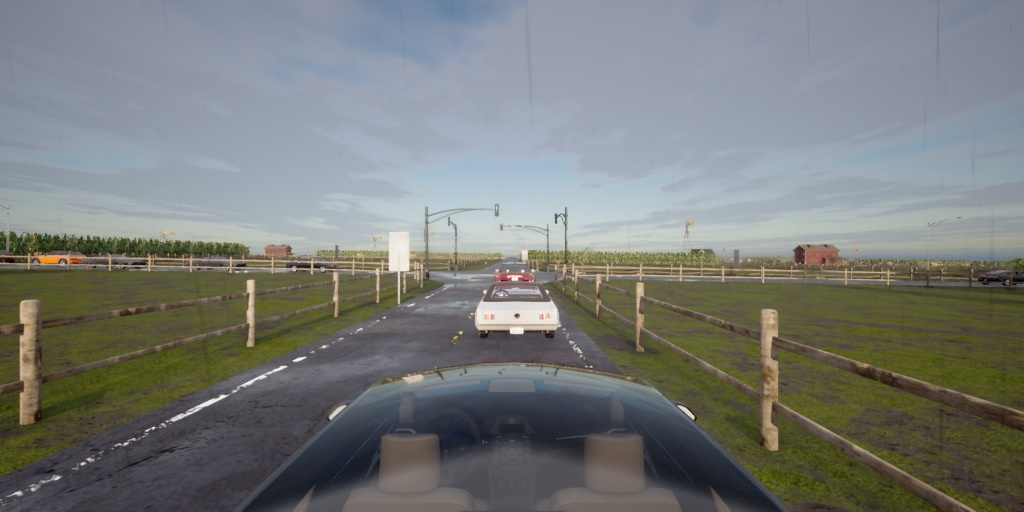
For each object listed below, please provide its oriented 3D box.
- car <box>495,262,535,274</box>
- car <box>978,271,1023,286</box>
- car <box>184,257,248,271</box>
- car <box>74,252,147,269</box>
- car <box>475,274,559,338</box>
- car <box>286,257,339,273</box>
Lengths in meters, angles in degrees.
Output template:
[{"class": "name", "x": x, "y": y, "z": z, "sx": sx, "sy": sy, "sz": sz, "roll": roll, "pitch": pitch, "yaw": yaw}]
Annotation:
[{"class": "car", "x": 0.164, "y": 1.106, "z": 19.085, "sx": 2.097, "sy": 1.767, "sz": 4.553, "roll": 0, "pitch": 0, "yaw": 1}, {"class": "car", "x": 50.688, "y": 2.263, "z": 36.522, "sx": 4.892, "sy": 1.490, "sz": 1.837, "roll": 1, "pitch": 0, "yaw": 0}, {"class": "car", "x": -30.238, "y": 0.766, "z": 36.699, "sx": 5.357, "sy": 1.411, "sz": 2.033, "roll": 1, "pitch": 0, "yaw": 0}, {"class": "car", "x": -40.760, "y": 0.576, "z": 36.727, "sx": 5.357, "sy": 1.411, "sz": 2.033, "roll": 1, "pitch": 0, "yaw": 1}, {"class": "car", "x": 0.116, "y": 1.352, "z": 10.097, "sx": 1.895, "sy": 1.301, "sz": 4.718, "roll": 0, "pitch": 0, "yaw": 0}, {"class": "car", "x": -20.349, "y": 0.902, "z": 36.672, "sx": 4.892, "sy": 1.490, "sz": 1.837, "roll": 1, "pitch": 0, "yaw": 0}]
